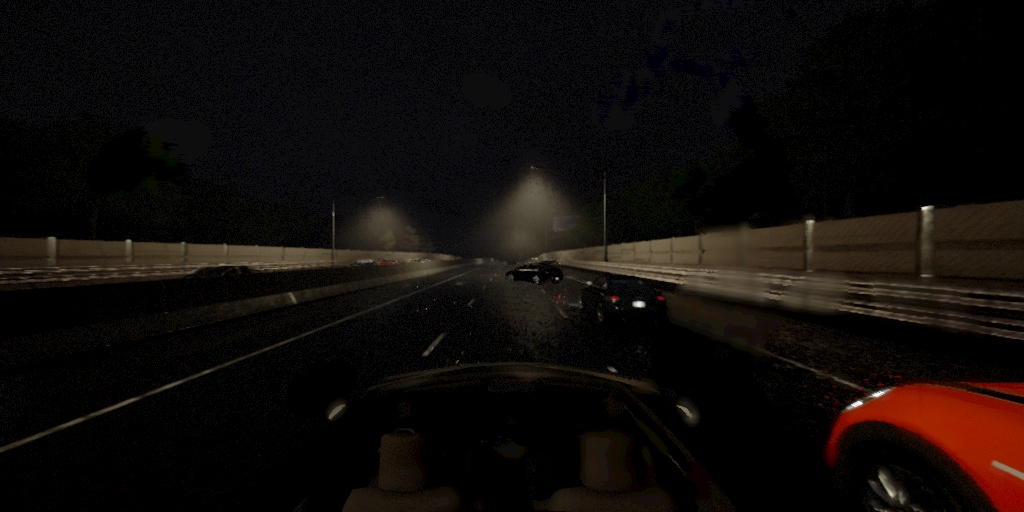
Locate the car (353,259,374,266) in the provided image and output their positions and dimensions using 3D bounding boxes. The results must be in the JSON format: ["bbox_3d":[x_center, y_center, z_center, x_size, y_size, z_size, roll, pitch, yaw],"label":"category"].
[{"bbox_3d":[-21.034,1.214,51.121,2.128,1.511,4.902,0,0,1],"label":"car"}]

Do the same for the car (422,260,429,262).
[{"bbox_3d":[-14.009,1.278,58.194,2.033,1.411,5.357,0,0,1],"label":"car"}]

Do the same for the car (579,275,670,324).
[{"bbox_3d":[3.503,1.304,11.896,1.994,1.385,4.181,0,0,0],"label":"car"}]

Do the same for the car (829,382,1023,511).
[{"bbox_3d":[3.499,1.103,0.860,2.097,1.767,4.553,0,0,0],"label":"car"}]

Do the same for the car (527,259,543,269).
[{"bbox_3d":[3.519,1.219,55.921,2.128,1.511,4.902,0,0,0],"label":"car"}]

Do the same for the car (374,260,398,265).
[{"bbox_3d":[-17.537,1.248,51.127,1.812,1.442,4.674,0,0,1],"label":"car"}]

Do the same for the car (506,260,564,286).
[{"bbox_3d":[1.494,1.233,25.429,1.837,1.490,4.892,0,0,-37],"label":"car"}]

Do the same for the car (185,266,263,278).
[{"bbox_3d":[-14.083,1.240,17.367,1.837,1.490,4.892,0,0,0],"label":"car"}]
